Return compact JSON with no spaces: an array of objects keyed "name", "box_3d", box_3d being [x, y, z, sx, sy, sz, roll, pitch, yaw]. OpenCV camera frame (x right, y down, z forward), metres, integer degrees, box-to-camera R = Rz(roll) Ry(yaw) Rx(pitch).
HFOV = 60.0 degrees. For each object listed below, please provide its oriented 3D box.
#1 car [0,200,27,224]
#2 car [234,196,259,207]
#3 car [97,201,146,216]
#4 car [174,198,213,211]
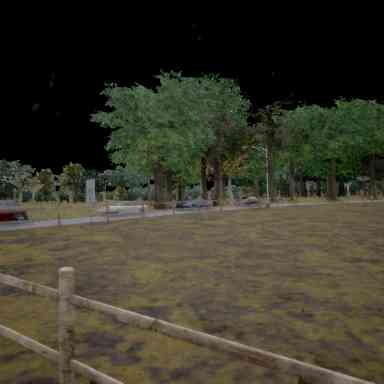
[{"name":"car","box_3d":[-13.508,1.365,21.986,2.097,1.767,4.553,-2,-1,33]},{"name":"car","box_3d":[7.920,1.324,47.286,4.674,1.442,1.812,-1,-1,-41]},{"name":"car","box_3d":[-6.640,1.559,31.698,1.895,1.301,4.718,-2,-1,37]},{"name":"car","box_3d":[0.232,1.435,39.957,2.033,1.411,5.357,-2,-1,43]}]
